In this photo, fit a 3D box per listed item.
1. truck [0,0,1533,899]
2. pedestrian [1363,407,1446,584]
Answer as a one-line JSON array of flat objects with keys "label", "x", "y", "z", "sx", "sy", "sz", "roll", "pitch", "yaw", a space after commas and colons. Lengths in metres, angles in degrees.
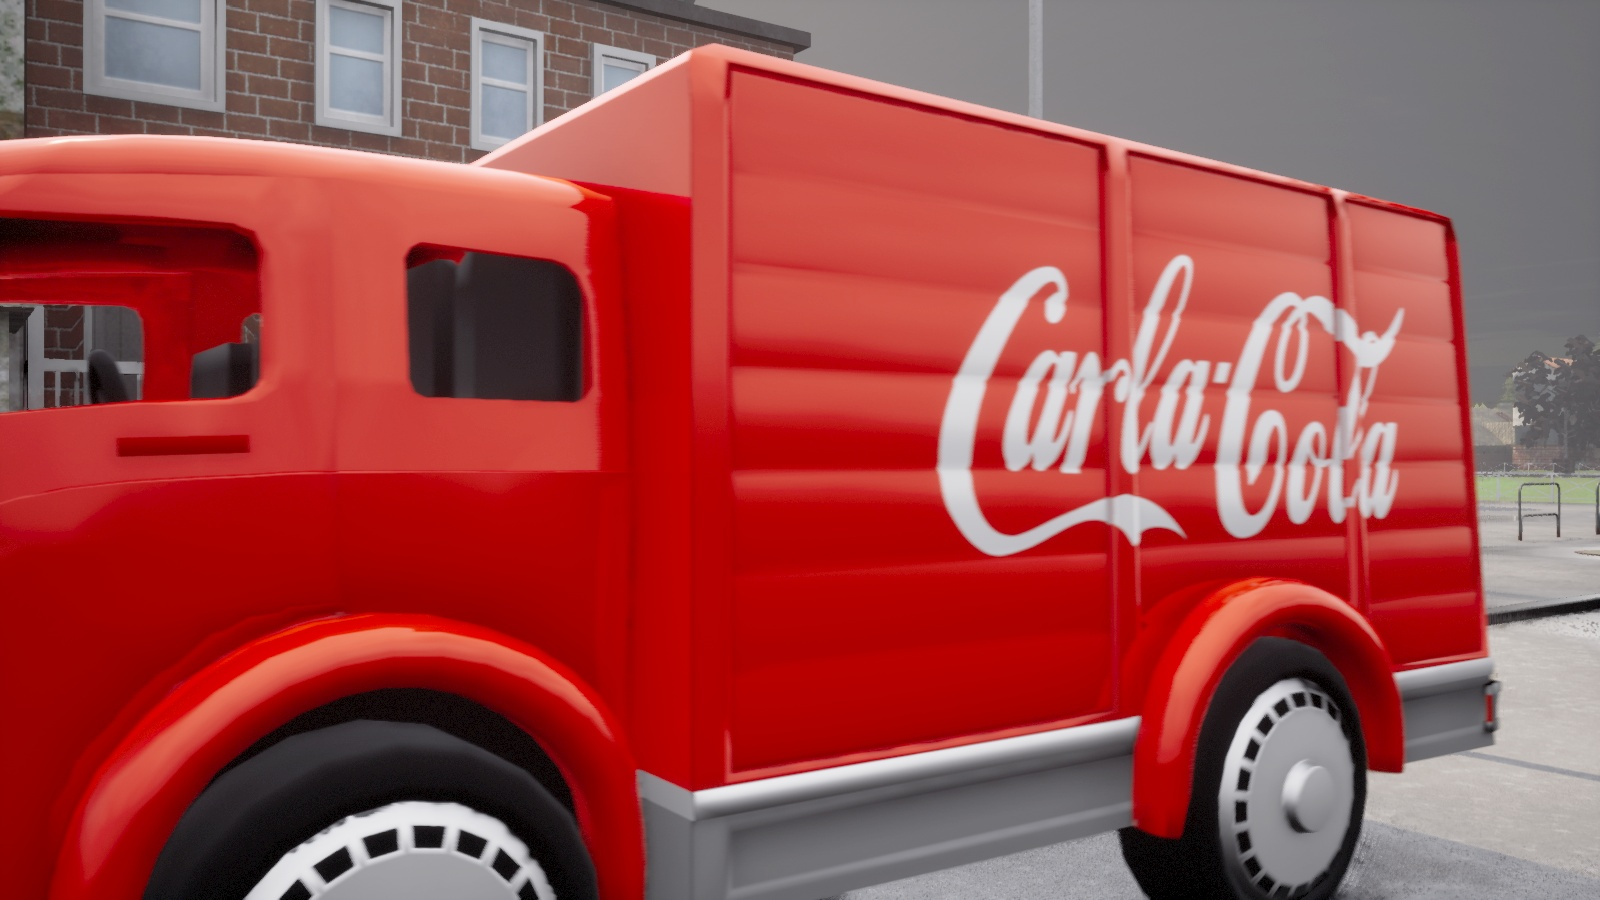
[{"label": "truck", "x": -0.257, "y": 0.269, "z": 4.095, "sx": 5.204, "sy": 2.467, "sz": 2.627, "roll": 0, "pitch": 0, "yaw": -35}, {"label": "pedestrian", "x": 6.416, "y": 0.474, "z": 13.330, "sx": 0.726, "sy": 1.835, "sz": 0.370, "roll": 0, "pitch": 0, "yaw": -17}]
